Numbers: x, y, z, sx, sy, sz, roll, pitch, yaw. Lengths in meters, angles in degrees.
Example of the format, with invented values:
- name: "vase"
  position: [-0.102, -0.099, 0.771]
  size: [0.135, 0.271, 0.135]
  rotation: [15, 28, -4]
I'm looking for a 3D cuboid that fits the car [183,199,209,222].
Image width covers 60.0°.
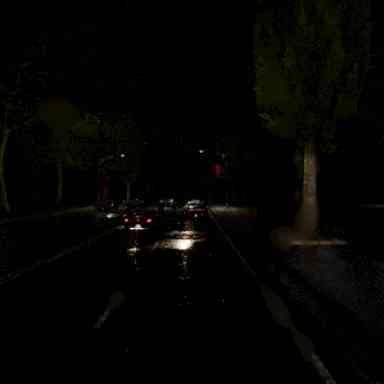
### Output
- name: "car"
  position: [0.312, 1.527, 26.920]
  size: [2.128, 1.511, 4.902]
  rotation: [0, 0, 0]

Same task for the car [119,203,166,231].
- name: "car"
  position: [-2.987, 1.624, 20.871]
  size: [1.895, 1.301, 4.718]
  rotation: [0, 0, 0]

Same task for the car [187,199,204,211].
- name: "car"
  position: [0.447, 1.643, 43.015]
  size: [1.994, 1.385, 4.181]
  rotation: [0, 0, 0]

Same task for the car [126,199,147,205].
- name: "car"
  position: [-6.233, 1.532, 37.436]
  size: [1.882, 1.535, 5.008]
  rotation: [0, 0, 1]

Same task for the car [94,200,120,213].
- name: "car"
  position: [-9.489, 1.617, 37.406]
  size: [1.994, 1.385, 4.181]
  rotation: [0, 0, 1]

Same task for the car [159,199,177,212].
- name: "car"
  position: [-2.842, 1.551, 38.664]
  size: [2.128, 1.511, 4.902]
  rotation: [0, 0, 0]
